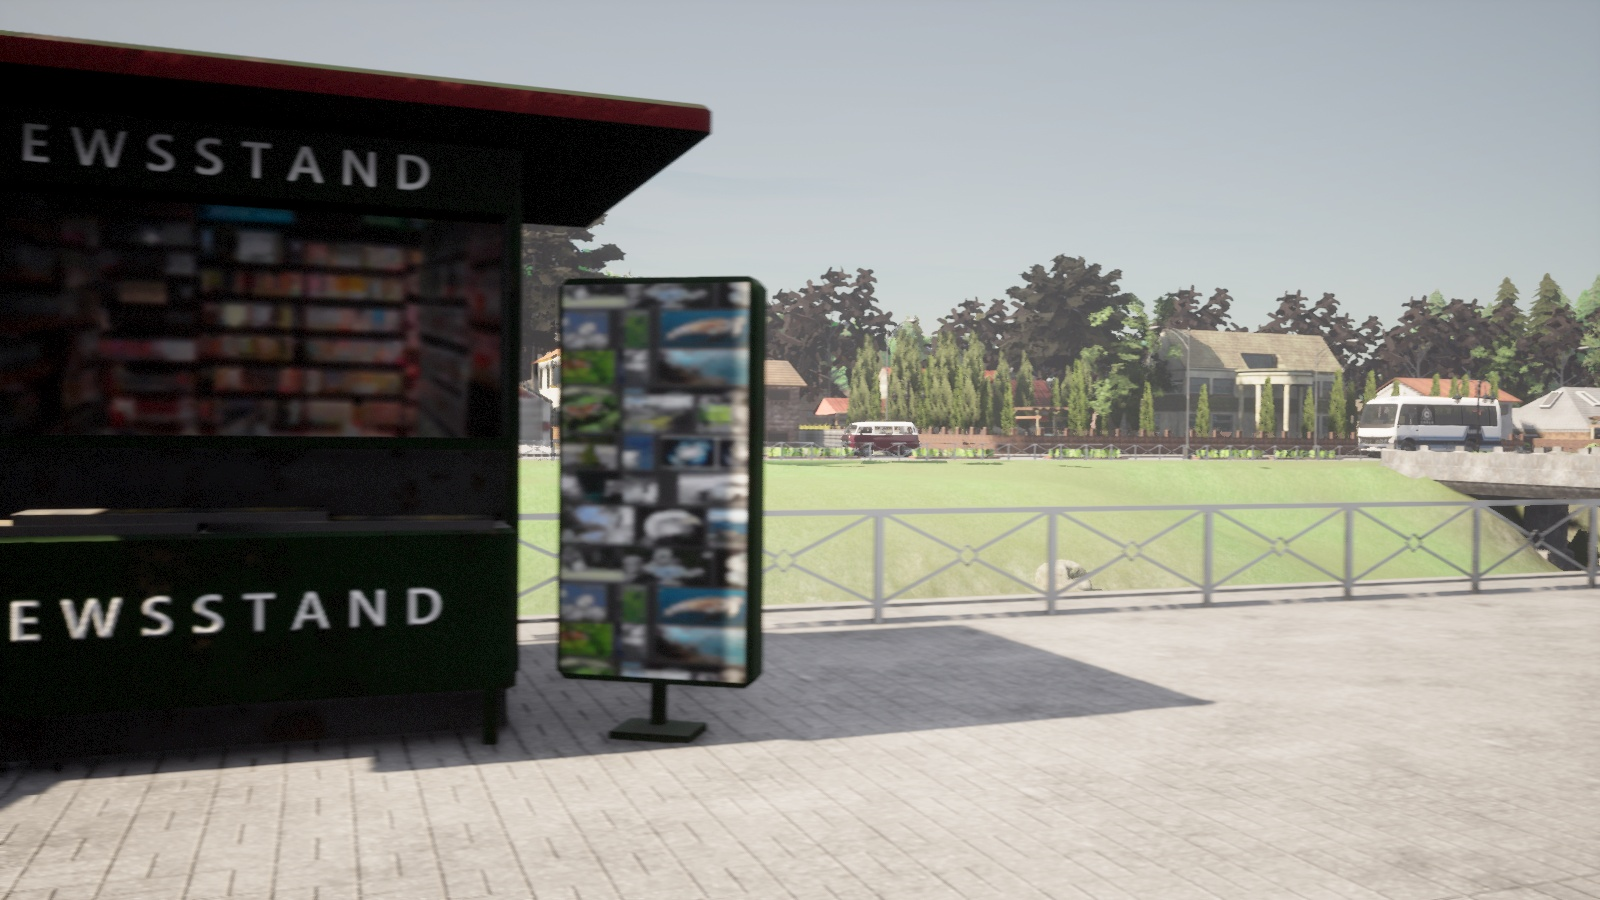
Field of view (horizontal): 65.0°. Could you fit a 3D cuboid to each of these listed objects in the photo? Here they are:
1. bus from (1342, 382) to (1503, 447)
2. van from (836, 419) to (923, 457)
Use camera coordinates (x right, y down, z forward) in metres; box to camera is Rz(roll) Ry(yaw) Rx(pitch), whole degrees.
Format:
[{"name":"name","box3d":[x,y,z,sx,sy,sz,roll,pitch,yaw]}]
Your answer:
[{"name":"bus","box3d":[42.604,-2.437,85.912,10.273,4.253,3.944,-1,1,-21]},{"name":"van","box3d":[4.527,-0.691,71.479,4.480,2.038,2.069,-1,1,-21]}]
